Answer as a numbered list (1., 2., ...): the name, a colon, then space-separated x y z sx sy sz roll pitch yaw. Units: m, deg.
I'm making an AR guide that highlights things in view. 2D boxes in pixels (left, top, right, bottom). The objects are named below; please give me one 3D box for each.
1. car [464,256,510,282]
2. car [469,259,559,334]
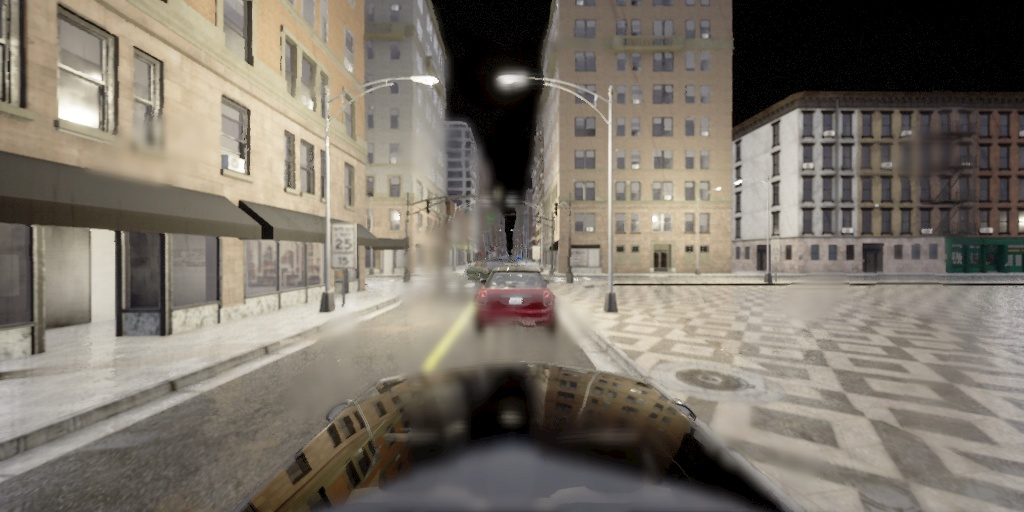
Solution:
1. car: -1.916 1.057 26.248 2.097 1.767 4.553 0 0 -24
2. car: 0.101 1.085 10.678 2.097 1.767 4.553 0 0 0
